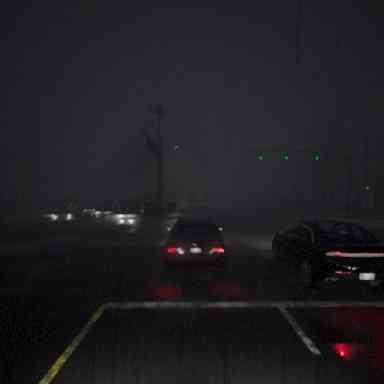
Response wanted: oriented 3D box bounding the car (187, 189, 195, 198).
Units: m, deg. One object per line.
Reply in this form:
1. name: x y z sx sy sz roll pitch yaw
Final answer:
1. car: -0.149 0.401 81.127 1.882 1.535 5.008 0 6 0

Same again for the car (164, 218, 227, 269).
1. car: 0.101 1.588 11.237 2.033 1.411 5.357 0 0 0

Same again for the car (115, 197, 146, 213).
1. car: -7.058 1.628 38.619 2.128 1.511 4.902 0 0 -1

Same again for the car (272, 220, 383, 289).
1. car: 3.598 1.525 9.252 2.128 1.511 4.902 0 0 0

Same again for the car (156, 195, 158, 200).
1. car: -7.060 1.717 58.709 2.033 1.411 5.357 0 1 0

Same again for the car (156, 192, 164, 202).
1. car: -7.086 1.056 69.205 2.150 2.045 5.566 0 3 0

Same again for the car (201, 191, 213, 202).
1. car: 3.404 1.071 71.199 2.097 1.767 4.553 0 4 0

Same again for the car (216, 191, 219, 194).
1. car: 6.851 0.423 81.166 1.837 1.490 4.892 0 6 0

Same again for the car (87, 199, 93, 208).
1. car: -14.083 1.716 47.676 2.033 1.411 5.357 0 0 0

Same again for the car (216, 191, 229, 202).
1. car: 6.903 1.248 71.508 1.994 1.385 4.181 0 4 0

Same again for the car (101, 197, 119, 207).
1. car: -14.056 1.688 57.201 1.837 1.490 4.892 0 0 0

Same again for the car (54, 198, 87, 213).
1. car: -14.091 1.487 38.212 2.097 1.767 4.553 0 0 0

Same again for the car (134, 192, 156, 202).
1. car: -7.082 1.392 48.473 2.150 2.045 5.566 0 0 0

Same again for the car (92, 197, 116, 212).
1. car: -10.588 1.697 42.282 2.033 1.411 5.357 0 0 0

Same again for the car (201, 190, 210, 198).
1. car: 3.351 0.475 81.154 1.994 1.385 4.181 0 6 0

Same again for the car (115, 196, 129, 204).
1. car: -14.075 1.525 67.117 1.895 1.301 4.718 0 2 0

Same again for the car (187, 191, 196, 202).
1. car: -0.095 1.220 71.100 1.837 1.490 4.892 0 4 0

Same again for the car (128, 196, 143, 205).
1. car: -10.551 1.570 62.604 1.882 1.535 5.008 0 2 0
